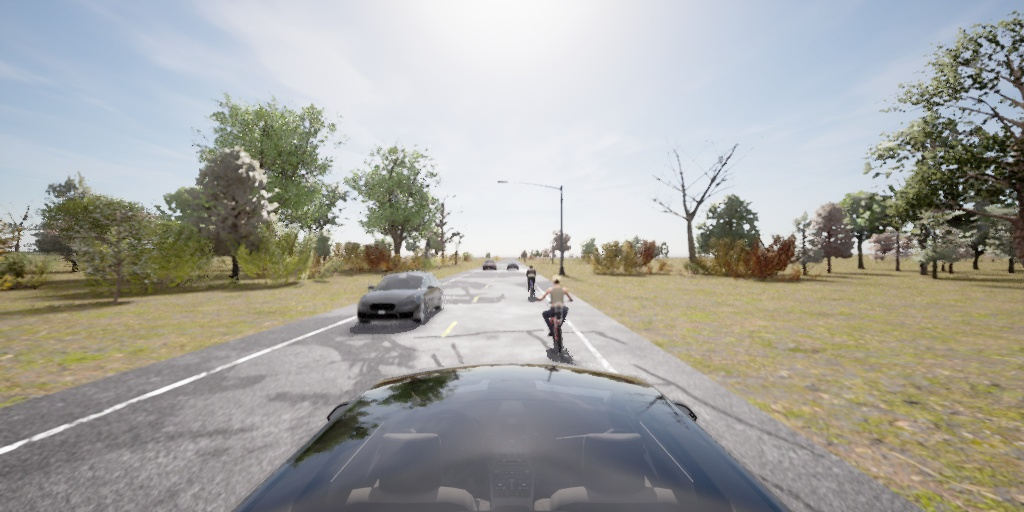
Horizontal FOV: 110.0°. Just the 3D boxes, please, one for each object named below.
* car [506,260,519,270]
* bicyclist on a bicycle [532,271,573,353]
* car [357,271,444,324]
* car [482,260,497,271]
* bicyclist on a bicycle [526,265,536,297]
[{"bbox_3d":[0.128,1.563,58.128,1.812,1.442,4.674,0,0,0],"label":"car"},{"bbox_3d":[0.976,1.220,7.968,0.866,1.612,1.509,0,0,0],"label":"bicyclist on a bicycle"},{"bbox_3d":[-3.595,1.311,12.332,1.837,1.490,4.892,0,0,0],"label":"car"},{"bbox_3d":[-3.537,1.382,56.803,2.097,1.767,4.553,0,0,0],"label":"car"},{"bbox_3d":[0.971,1.289,17.944,0.582,1.620,1.656,0,-1,0],"label":"bicyclist on a bicycle"}]
